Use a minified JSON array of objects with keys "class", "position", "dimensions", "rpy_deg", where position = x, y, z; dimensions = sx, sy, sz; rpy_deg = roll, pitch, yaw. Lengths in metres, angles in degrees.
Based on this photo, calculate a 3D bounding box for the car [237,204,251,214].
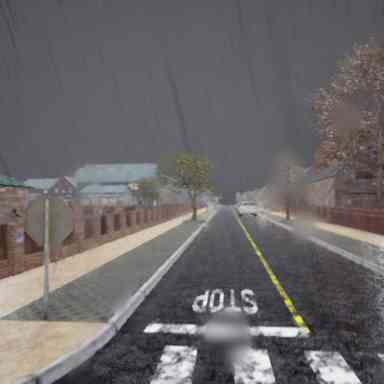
[{"class":"car","position":[8.579,2.786,54.898],"dimensions":[2.128,1.511,4.902],"rpy_deg":[-1,-2,8]}]

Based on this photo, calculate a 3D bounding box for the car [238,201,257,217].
[{"class":"car","position":[7.521,2.261,44.714],"dimensions":[2.150,2.045,5.566],"rpy_deg":[-1,-1,6]}]
